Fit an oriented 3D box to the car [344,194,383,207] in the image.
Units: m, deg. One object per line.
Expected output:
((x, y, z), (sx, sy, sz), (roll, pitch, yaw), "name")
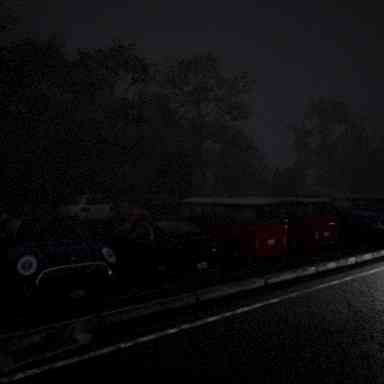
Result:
((22.437, 0.986, 42.678), (2.231, 1.521, 4.892), (-1, 1, -36), "car")

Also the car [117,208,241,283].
((-1.167, 1.445, 9.700), (2.231, 1.521, 4.892), (-1, 0, -36), "car")

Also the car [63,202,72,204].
((-9.153, 1.479, 20.042), (2.163, 1.488, 4.792), (-1, 0, -36), "car")

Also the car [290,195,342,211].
((13.415, 1.160, 36.211), (2.231, 1.521, 4.892), (-1, 1, -36), "car")

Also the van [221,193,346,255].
((3.320, 1.175, 13.061), (1.878, 1.987, 4.442), (-1, 0, -36), "van")

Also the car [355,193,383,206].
((24.681, 0.971, 44.311), (2.163, 1.488, 4.792), (-1, 1, -36), "car")

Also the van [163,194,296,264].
((1.040, 1.197, 11.430), (1.878, 1.987, 4.442), (-1, 0, -36), "van")

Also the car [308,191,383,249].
((5.685, 1.127, 14.574), (2.435, 2.045, 5.566), (-1, 0, -36), "car")

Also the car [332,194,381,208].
((20.180, 1.028, 41.063), (2.097, 1.535, 5.008), (-1, 1, -36), "car")

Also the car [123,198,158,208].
((-4.763, 1.403, 23.446), (1.946, 1.575, 5.366), (-1, 0, -36), "car")

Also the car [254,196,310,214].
((8.786, 1.236, 33.134), (1.946, 1.575, 5.366), (-1, 1, -36), "car")

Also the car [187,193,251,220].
((2.133, 1.084, 28.114), (2.435, 2.045, 5.566), (-1, 0, -36), "car")

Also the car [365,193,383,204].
((27.063, 0.895, 45.750), (1.946, 1.575, 5.366), (-1, 1, -36), "car")

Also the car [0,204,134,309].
((-3.470, 1.341, 8.100), (2.185, 1.767, 4.553), (-1, 0, -36), "car")

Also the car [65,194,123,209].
((-6.931, 1.176, 21.702), (2.435, 2.045, 5.566), (-1, 0, -36), "car")

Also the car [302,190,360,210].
((15.681, 0.864, 37.803), (2.435, 2.045, 5.566), (-1, 1, -36), "car")

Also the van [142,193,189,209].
((-2.468, 1.158, 25.002), (1.878, 1.987, 4.442), (-1, 0, -36), "van")

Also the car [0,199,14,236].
((-11.448, 1.345, 18.474), (2.185, 1.767, 4.553), (-1, 0, -36), "car")
